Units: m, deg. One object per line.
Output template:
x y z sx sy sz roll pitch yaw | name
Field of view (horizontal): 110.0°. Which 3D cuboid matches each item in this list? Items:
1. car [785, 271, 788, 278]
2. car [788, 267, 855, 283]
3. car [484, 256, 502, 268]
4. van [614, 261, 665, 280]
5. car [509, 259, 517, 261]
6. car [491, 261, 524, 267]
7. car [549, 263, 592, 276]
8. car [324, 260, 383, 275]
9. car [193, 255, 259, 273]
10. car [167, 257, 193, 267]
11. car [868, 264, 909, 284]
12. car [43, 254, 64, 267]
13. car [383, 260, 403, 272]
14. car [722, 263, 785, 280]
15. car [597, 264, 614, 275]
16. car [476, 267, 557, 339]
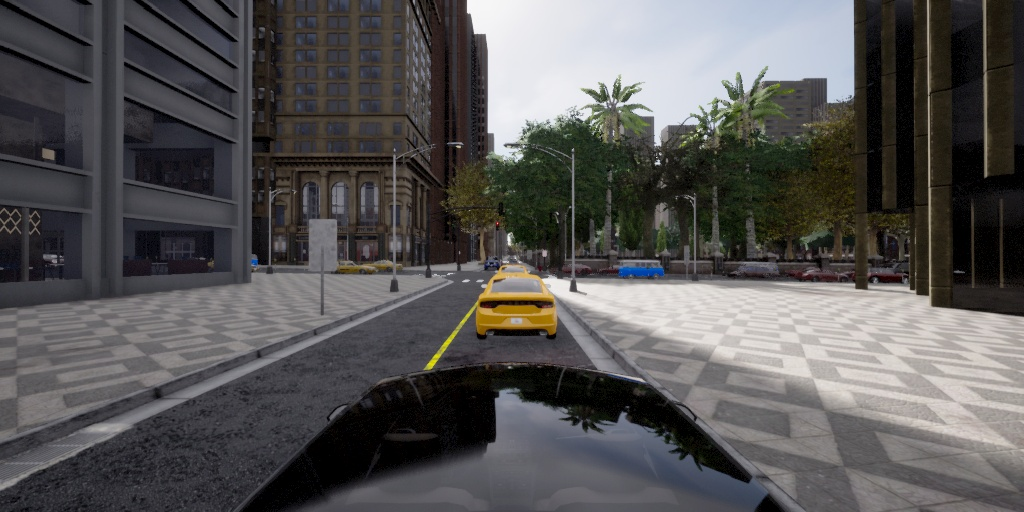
34.077 1.933 41.544 4.507 1.381 1.888 0 0 0 | car
28.512 1.830 33.053 4.207 1.307 1.802 0 0 0 | car
-2.975 1.036 54.563 2.150 2.045 5.566 0 0 0 | car
11.942 1.315 33.156 3.998 1.789 1.690 0 0 0 | van
0.245 1.373 58.631 2.033 1.411 5.357 0 0 0 | car
0.042 1.235 20.168 1.882 1.535 5.008 0 0 0 | car
6.367 1.441 39.054 4.674 1.442 1.812 1 0 0 | car
-14.975 1.053 33.324 4.829 1.417 1.751 0 0 0 | car
-26.316 0.868 33.395 4.829 1.417 1.751 0 0 0 | car
-37.782 0.775 41.991 4.313 1.339 1.948 0 0 0 | car
34.035 1.779 33.019 4.097 1.591 1.967 0 0 0 | car
-43.498 0.508 33.502 4.097 1.591 1.967 0 0 0 | car
-15.272 1.102 41.851 4.829 1.417 1.751 0 0 0 | car
25.932 1.787 38.933 5.357 1.411 2.033 1 0 0 | car
11.984 1.606 41.682 4.207 1.307 1.802 0 0 0 | car
0.112 1.230 10.108 1.882 1.535 5.008 0 0 0 | car
